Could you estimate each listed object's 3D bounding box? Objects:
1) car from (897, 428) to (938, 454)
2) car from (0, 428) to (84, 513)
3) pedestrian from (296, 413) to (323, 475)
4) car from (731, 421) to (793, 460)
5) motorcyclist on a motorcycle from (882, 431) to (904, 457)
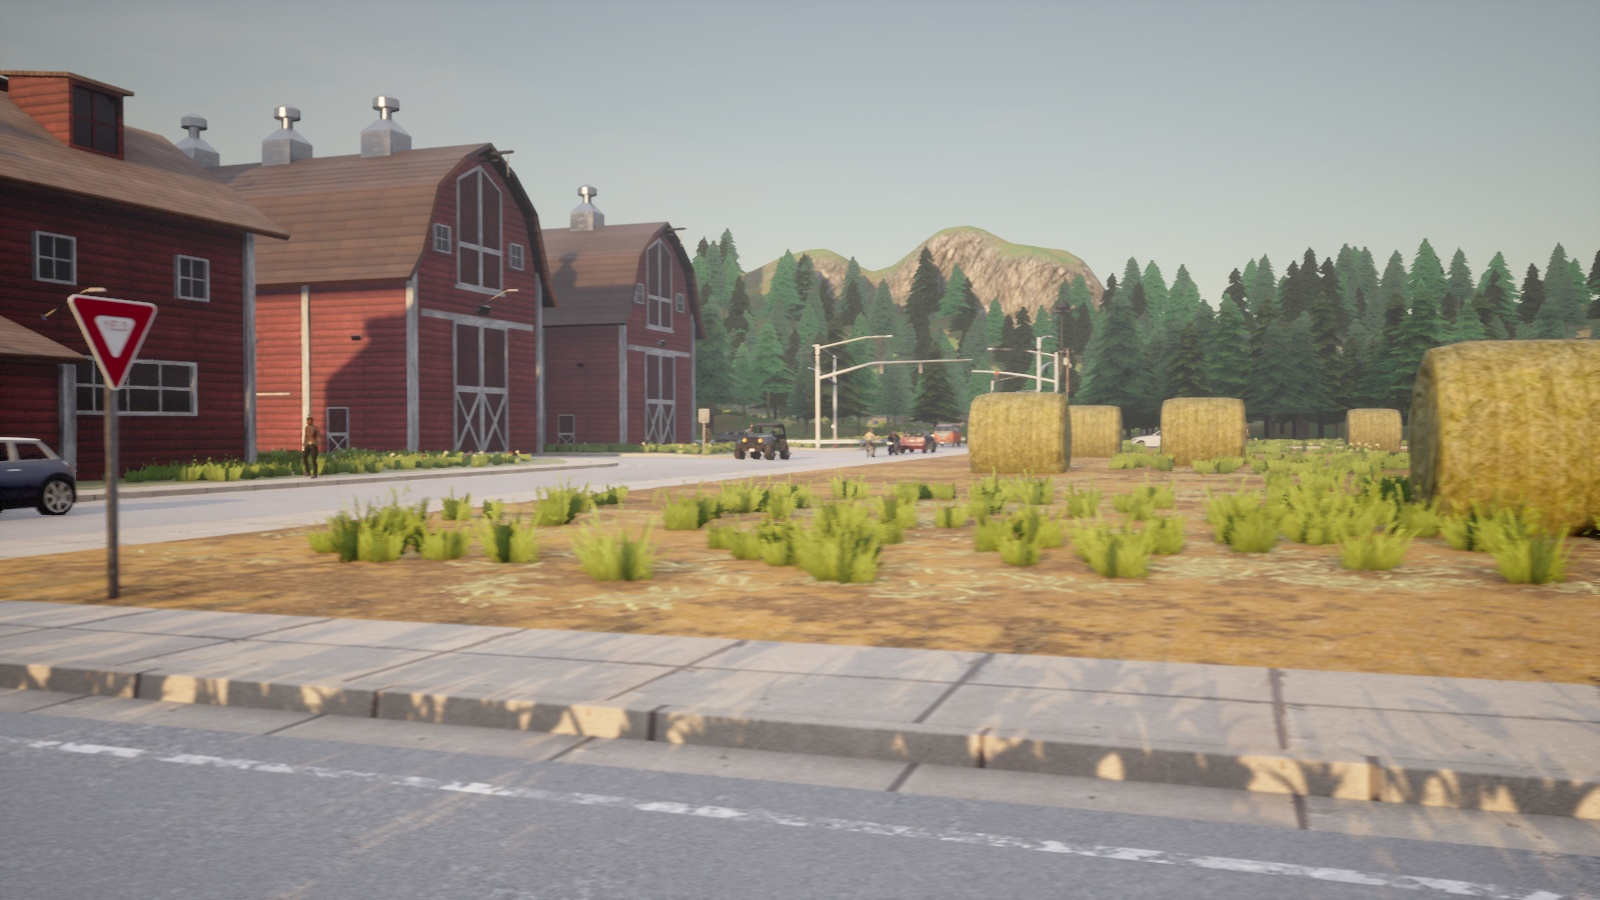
[{"bbox_3d":[7.652,-0.581,81.461,1.851,1.617,3.988,1,1,18],"label":"car"},{"bbox_3d":[-15.000,0.354,22.127,1.970,1.475,3.806,1,1,18],"label":"car"},{"bbox_3d":[-14.405,-0.184,36.910,0.328,1.805,0.869,0,1,12],"label":"pedestrian"},{"bbox_3d":[-1.884,-0.453,63.126,1.905,1.878,3.866,1,0,18],"label":"car"},{"bbox_3d":[5.559,-0.344,74.924,0.866,1.530,2.191,1,1,18],"label":"motorcyclist on a motorcycle"}]
